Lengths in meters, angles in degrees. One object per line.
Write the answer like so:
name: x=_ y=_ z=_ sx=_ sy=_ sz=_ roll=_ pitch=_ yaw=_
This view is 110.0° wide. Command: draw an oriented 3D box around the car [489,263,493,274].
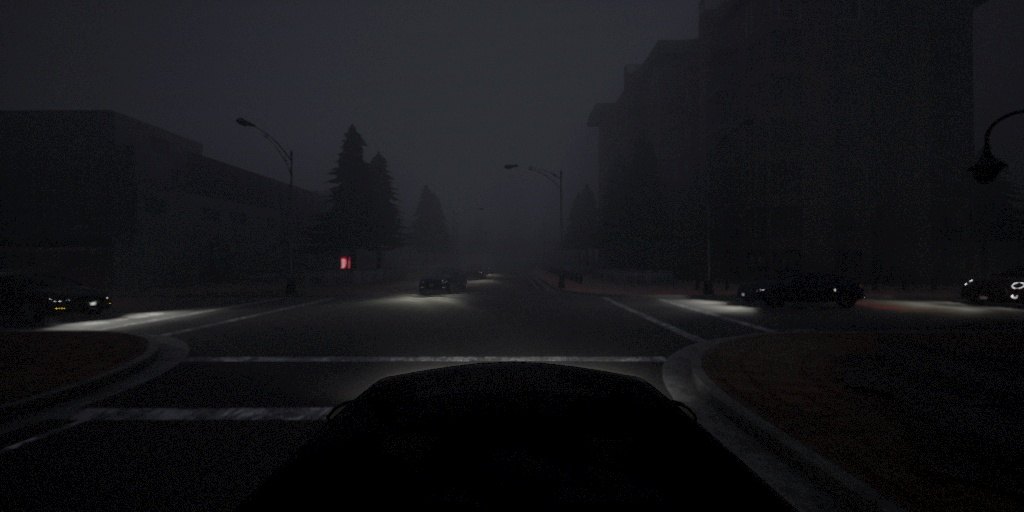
car: x=-3.636 y=1.585 z=48.314 sx=1.882 sy=1.535 sz=5.008 roll=0 pitch=-1 yaw=1

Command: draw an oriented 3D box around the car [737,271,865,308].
car: x=12.168 y=1.364 z=15.242 sx=4.674 sy=1.442 sz=1.812 roll=0 pitch=0 yaw=1

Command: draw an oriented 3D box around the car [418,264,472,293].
car: x=-4.129 y=1.379 z=22.176 sx=1.882 sy=1.535 sz=5.008 roll=0 pitch=-1 yaw=7

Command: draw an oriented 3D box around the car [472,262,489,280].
car: x=-3.655 y=1.489 z=35.776 sx=1.882 sy=1.535 sz=5.008 roll=0 pitch=0 yaw=0

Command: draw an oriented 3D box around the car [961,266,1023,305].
car: x=22.193 y=1.189 z=15.166 sx=4.553 sy=1.767 sz=2.097 roll=0 pitch=0 yaw=0

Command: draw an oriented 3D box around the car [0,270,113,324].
car: x=-16.169 y=1.318 z=11.783 sx=4.892 sy=1.490 sz=1.837 roll=0 pitch=0 yaw=0
